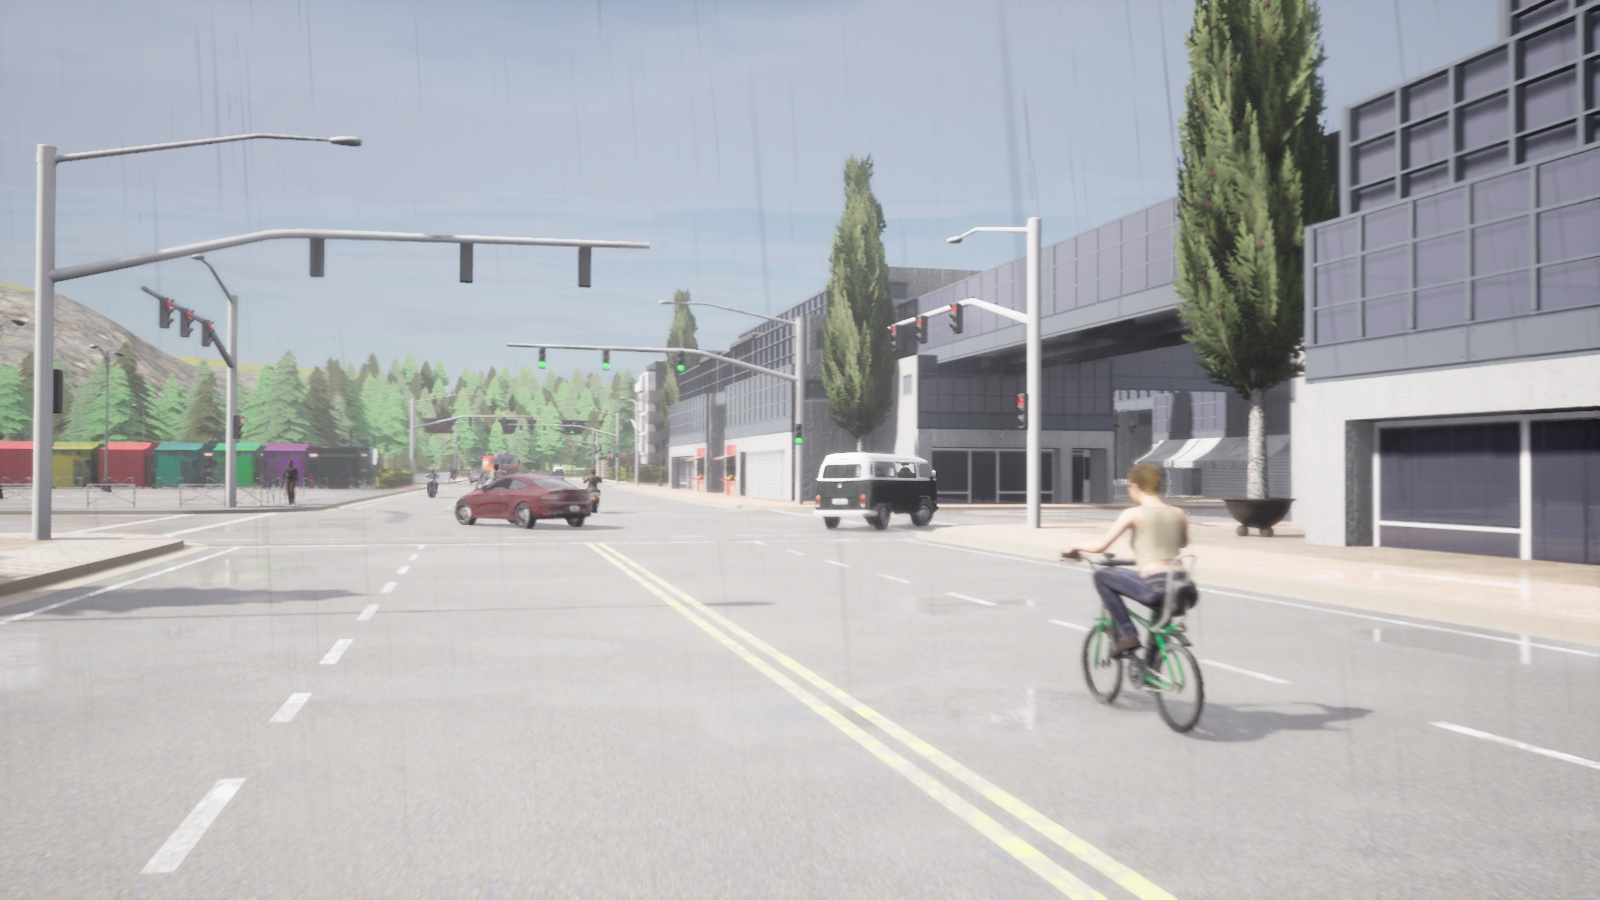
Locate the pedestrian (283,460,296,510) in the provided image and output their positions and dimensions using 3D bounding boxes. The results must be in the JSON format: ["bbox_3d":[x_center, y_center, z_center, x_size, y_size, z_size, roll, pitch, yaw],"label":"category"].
[{"bbox_3d":[-19.802,1.365,48.704,0.395,1.930,0.692,0,-1,-14],"label":"pedestrian"}]

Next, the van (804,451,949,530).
[{"bbox_3d":[2.196,1.104,34.694,2.069,2.038,4.480,-2,-2,32],"label":"van"}]

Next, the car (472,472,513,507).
[{"bbox_3d":[-14.211,1.818,58.092,1.789,1.549,3.705,0,-1,-13],"label":"car"}]

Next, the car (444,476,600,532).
[{"bbox_3d":[-7.723,1.448,34.650,4.674,1.442,1.812,-1,-1,42],"label":"car"}]

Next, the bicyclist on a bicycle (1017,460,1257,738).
[{"bbox_3d":[2.121,0.877,8.128,0.866,1.612,1.509,0,-1,-14],"label":"bicyclist on a bicycle"}]

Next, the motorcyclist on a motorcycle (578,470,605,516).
[{"bbox_3d":[-7.686,1.565,46.210,0.766,1.649,2.350,0,-1,-15],"label":"motorcyclist on a motorcycle"}]
